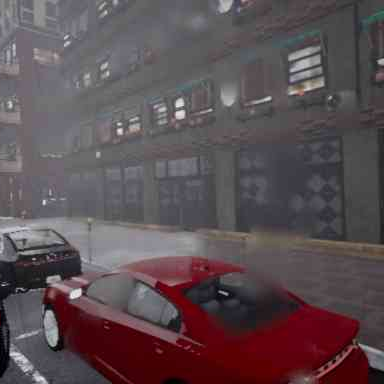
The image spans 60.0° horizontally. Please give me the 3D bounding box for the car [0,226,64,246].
[{"bbox_3d":[-4.271,1.522,8.209,2.008,1.369,4.403,-1,1,-44],"label":"car"}]

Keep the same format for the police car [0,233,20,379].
[{"bbox_3d":[-4.042,1.440,4.868,1.930,1.638,5.238,-3,1,-37],"label":"police car"}]

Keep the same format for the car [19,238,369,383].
[{"bbox_3d":[-0.355,1.481,4.108,1.887,1.381,4.507,-1,1,-44],"label":"car"}]
